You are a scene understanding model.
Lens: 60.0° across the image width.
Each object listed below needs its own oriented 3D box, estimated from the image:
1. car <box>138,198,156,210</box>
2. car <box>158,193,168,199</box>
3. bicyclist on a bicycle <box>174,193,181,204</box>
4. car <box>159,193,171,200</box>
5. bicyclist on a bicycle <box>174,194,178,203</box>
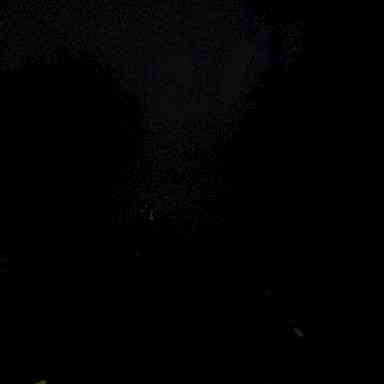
[{"bbox_3d":[-5.397,1.368,40.106,1.994,1.385,4.181,0,0,-5],"label":"car"},{"bbox_3d":[-7.259,0.879,82.846,2.033,1.411,5.357,0,1,-10],"label":"car"},{"bbox_3d":[-2.079,1.152,52.883,0.866,1.612,1.509,0,0,-6],"label":"bicyclist on a bicycle"},{"bbox_3d":[-5.598,1.066,72.403,2.033,1.411,5.357,0,1,-9],"label":"car"},{"bbox_3d":[-3.006,1.099,60.725,0.582,1.620,1.656,0,0,-7],"label":"bicyclist on a bicycle"}]
